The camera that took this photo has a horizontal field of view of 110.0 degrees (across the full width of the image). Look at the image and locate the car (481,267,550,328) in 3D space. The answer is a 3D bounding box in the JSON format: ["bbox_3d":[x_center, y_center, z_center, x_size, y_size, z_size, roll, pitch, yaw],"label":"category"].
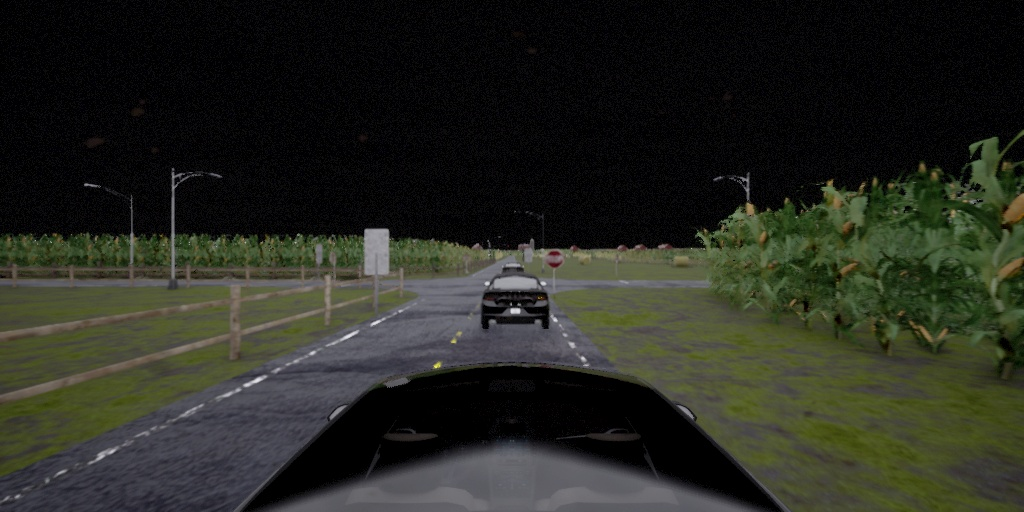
[{"bbox_3d":[0.115,1.264,11.525,1.882,1.535,5.008,0,-1,1],"label":"car"}]

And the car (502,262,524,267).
[{"bbox_3d":[0.095,1.311,32.580,1.882,1.535,5.008,0,0,0],"label":"car"}]
